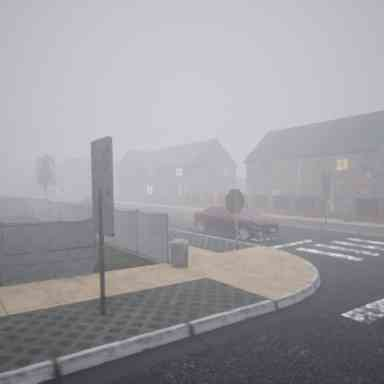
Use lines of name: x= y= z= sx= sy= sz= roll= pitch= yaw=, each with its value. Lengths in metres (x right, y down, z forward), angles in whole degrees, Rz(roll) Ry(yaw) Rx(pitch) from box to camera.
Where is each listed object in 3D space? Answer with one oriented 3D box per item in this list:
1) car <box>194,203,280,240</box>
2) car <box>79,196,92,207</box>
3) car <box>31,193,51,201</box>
car: x=2.086 y=1.363 z=16.626 sx=1.882 sy=1.535 sz=5.008 roll=-2 pitch=2 yaw=-36
car: x=-9.383 y=1.116 z=32.080 sx=2.128 sy=1.511 sz=4.902 roll=-2 pitch=2 yaw=-37
car: x=-21.497 y=0.880 z=47.178 sx=1.812 sy=1.442 sz=4.674 roll=-2 pitch=2 yaw=-40
